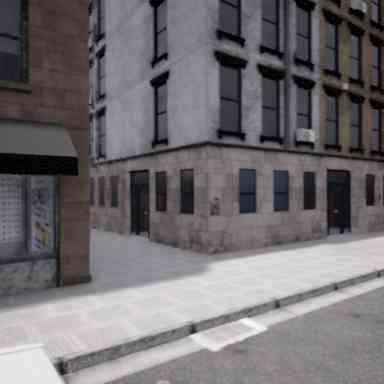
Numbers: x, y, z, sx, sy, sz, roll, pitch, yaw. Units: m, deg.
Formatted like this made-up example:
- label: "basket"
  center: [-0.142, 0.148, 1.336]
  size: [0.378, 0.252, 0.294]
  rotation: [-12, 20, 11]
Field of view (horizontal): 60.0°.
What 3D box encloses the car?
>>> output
- label: "car"
  center: [-2.786, 1.605, 1.083]
  size: [4.718, 1.301, 1.895]
  rotation: [0, 0, -35]
